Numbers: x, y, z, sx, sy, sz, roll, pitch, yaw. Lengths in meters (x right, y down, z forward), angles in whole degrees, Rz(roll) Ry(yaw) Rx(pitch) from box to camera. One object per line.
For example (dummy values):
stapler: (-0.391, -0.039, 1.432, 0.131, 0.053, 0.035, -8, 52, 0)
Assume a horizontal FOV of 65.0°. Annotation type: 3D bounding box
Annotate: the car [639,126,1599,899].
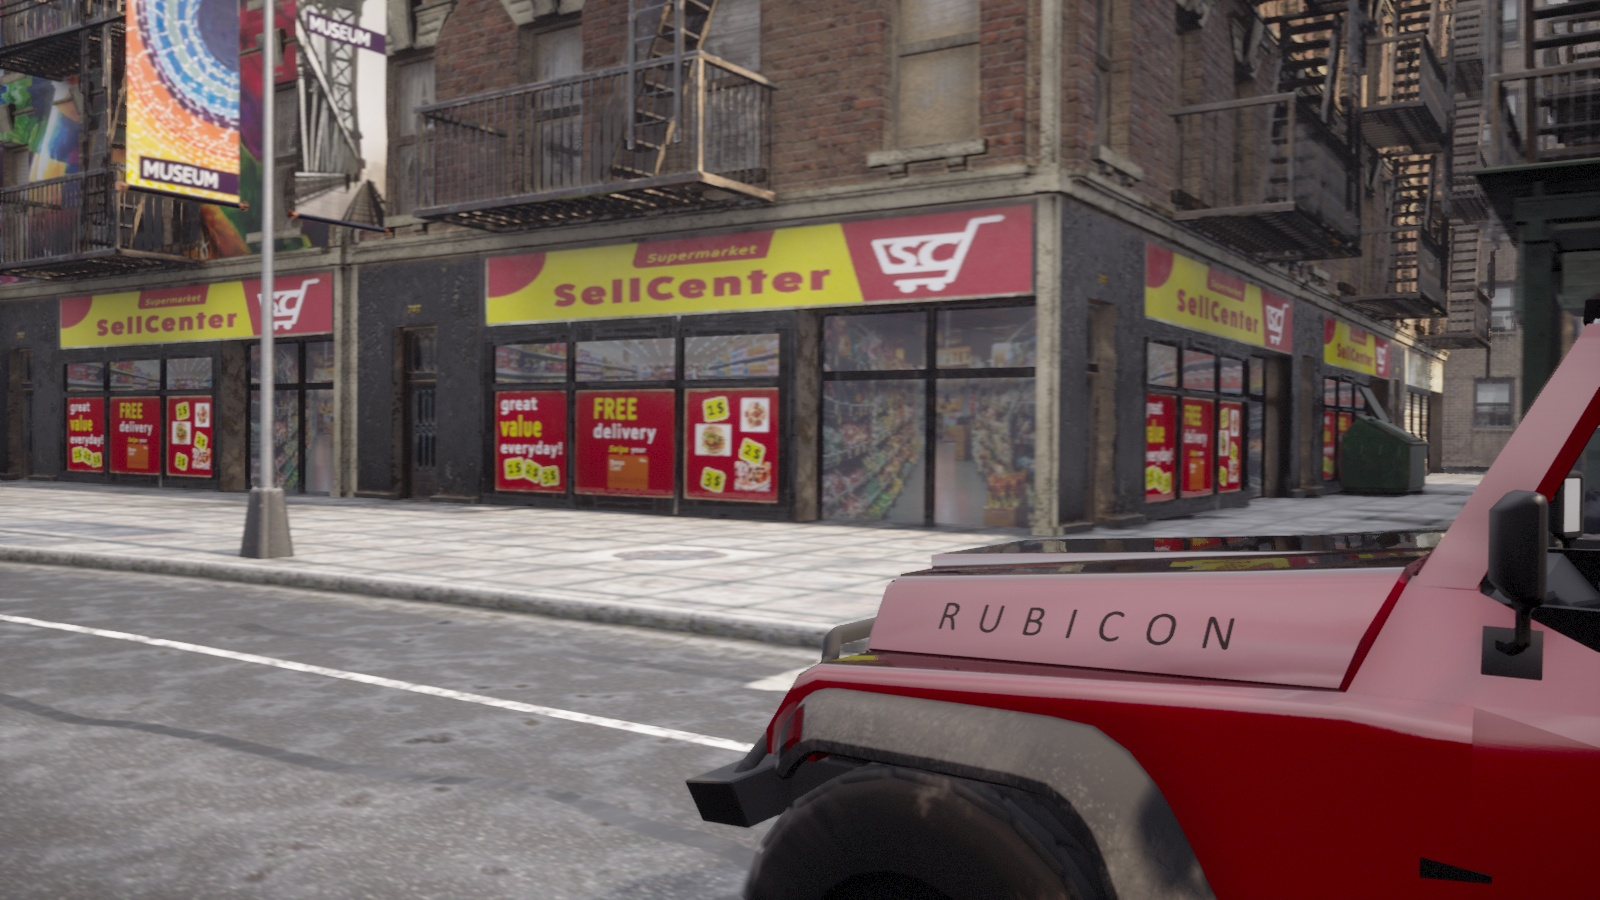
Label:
car: (1.802, 0.478, 2.422, 3.866, 1.878, 1.905, 0, 1, 34)
